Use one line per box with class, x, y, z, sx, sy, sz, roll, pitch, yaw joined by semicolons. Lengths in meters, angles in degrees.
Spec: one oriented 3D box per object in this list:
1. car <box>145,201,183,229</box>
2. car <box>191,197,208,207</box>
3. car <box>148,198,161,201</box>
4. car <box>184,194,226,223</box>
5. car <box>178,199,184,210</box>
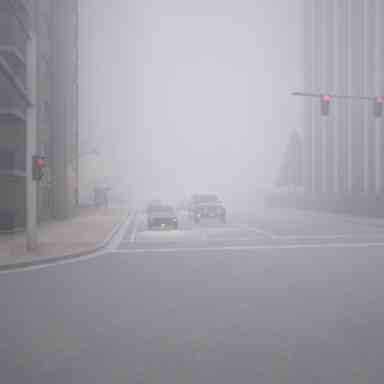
car;-2.031;1.531;21.878;2.033;1.411;5.357;0;0;-8
car;1.061;1.513;51.049;1.994;1.385;4.181;0;0;-8
car;-4.235;1.465;37.697;2.128;1.511;4.902;0;0;-8
car;1.009;1.195;25.379;2.150;2.045;5.566;0;0;-8
car;-0.945;1.512;39.485;2.033;1.411;5.357;0;0;-8
